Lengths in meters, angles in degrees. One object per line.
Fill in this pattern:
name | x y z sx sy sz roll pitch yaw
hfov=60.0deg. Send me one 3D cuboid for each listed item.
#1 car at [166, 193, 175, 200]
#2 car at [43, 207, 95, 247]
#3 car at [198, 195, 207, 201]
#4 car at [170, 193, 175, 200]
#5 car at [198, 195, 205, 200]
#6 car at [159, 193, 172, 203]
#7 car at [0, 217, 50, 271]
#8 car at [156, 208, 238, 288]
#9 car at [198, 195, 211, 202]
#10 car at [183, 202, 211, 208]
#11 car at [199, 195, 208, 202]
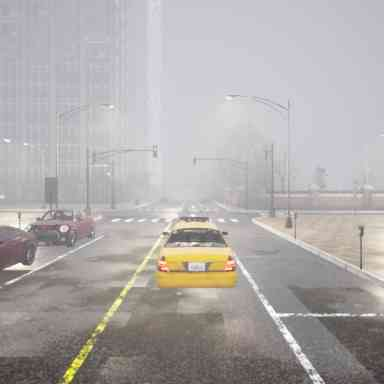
car | -5.917 1.181 91.407 2.192 1.841 5.009 0 0 0
car | -5.704 1.433 14.642 1.967 1.590 4.097 0 0 0
car | 2.617 1.448 80.349 2.008 1.369 4.403 0 0 0
car | -5.913 1.324 85.848 1.967 1.590 4.097 0 0 0
car | 2.607 1.411 91.470 1.887 1.381 4.507 0 0 0
car | -5.899 1.485 69.165 1.947 1.339 4.313 0 0 0
car | -5.699 1.579 8.949 1.802 1.307 4.206 0 0 0
car | 0.090 1.454 9.150 1.801 1.575 5.366 0 0 0
car | 2.693 1.492 63.674 1.947 1.339 4.313 0 0 0
car | 0.098 1.535 19.413 2.033 1.411 5.357 0 0 0
car | 2.622 1.454 74.788 1.887 1.381 4.507 0 0 0
